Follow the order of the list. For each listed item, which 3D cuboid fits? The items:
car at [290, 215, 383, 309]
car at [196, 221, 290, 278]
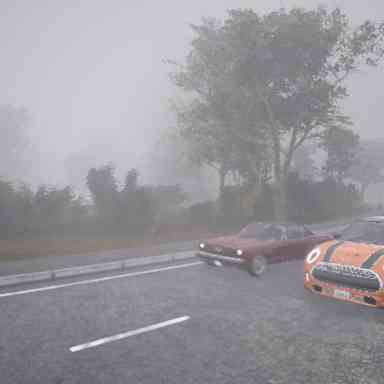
[{"bbox_3d":[4.588,1.377,7.827,4.553,1.767,2.097,0,0,-40],"label":"car"},{"bbox_3d":[2.405,1.634,10.482,4.718,1.301,1.895,0,0,-40],"label":"car"}]
